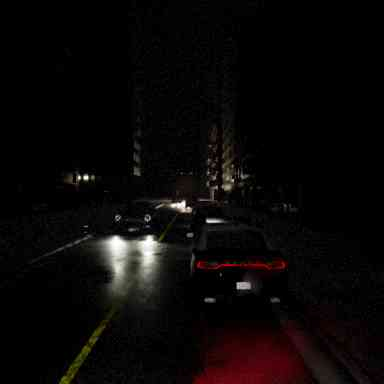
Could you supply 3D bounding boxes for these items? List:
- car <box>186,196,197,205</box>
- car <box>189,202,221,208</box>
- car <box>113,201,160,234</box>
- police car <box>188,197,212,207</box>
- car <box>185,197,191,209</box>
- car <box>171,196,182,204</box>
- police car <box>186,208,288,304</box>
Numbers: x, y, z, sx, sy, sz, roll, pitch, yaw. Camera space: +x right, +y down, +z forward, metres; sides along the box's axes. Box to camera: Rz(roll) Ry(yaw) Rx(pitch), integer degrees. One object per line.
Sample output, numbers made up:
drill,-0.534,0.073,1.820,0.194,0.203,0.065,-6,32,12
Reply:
car,-0.019,1.555,59.844,1.882,1.535,5.008,0,0,0
car,0.895,1.513,18.262,1.837,1.490,4.892,0,0,0
car,-3.108,1.360,19.334,2.097,1.767,4.553,0,0,0
police car,0.892,1.439,24.372,1.930,1.638,5.238,0,0,0
car,-0.003,1.547,46.242,1.837,1.490,4.892,0,0,0
car,-3.021,1.587,64.614,2.128,1.511,4.902,0,0,0
police car,0.897,1.428,8.372,1.930,1.638,5.238,0,0,0
